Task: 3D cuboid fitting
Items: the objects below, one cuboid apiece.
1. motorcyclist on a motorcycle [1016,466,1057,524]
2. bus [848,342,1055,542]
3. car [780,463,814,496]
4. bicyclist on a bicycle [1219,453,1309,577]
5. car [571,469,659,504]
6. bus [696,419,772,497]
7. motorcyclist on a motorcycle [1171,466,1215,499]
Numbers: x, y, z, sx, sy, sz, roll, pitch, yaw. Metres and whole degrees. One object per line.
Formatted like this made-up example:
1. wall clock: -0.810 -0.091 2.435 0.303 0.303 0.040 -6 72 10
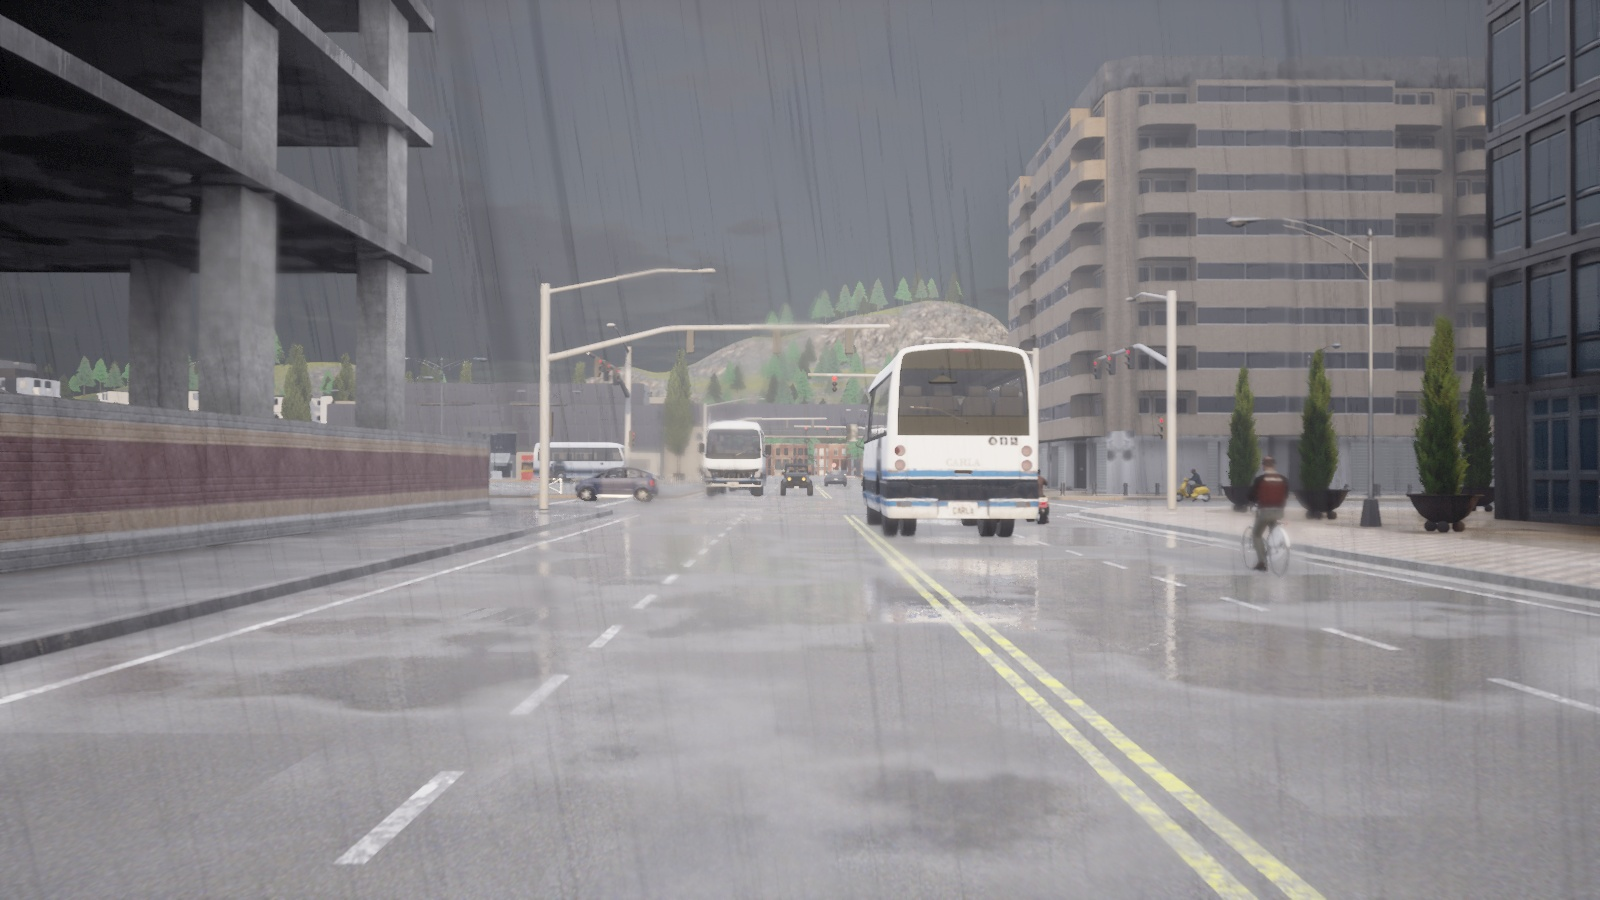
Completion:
1. motorcyclist on a motorcycle: 6.907 1.292 36.788 0.766 1.649 2.350 0 -1 0
2. bus: 3.414 -0.096 31.821 3.944 4.253 10.273 0 -1 0
3. car: -0.186 1.721 73.374 1.905 1.878 3.866 0 -1 0
4. bicyclist on a bicycle: 6.951 0.941 18.900 0.659 1.776 1.843 0 -1 0
5. car: -8.299 1.635 56.535 3.705 1.549 1.789 0 -1 -1
6. bus: -3.690 0.561 73.324 3.944 4.253 10.273 0 -1 0
7. motorcyclist on a motorcycle: 18.938 1.551 60.506 1.817 1.590 0.866 0 -1 -1
